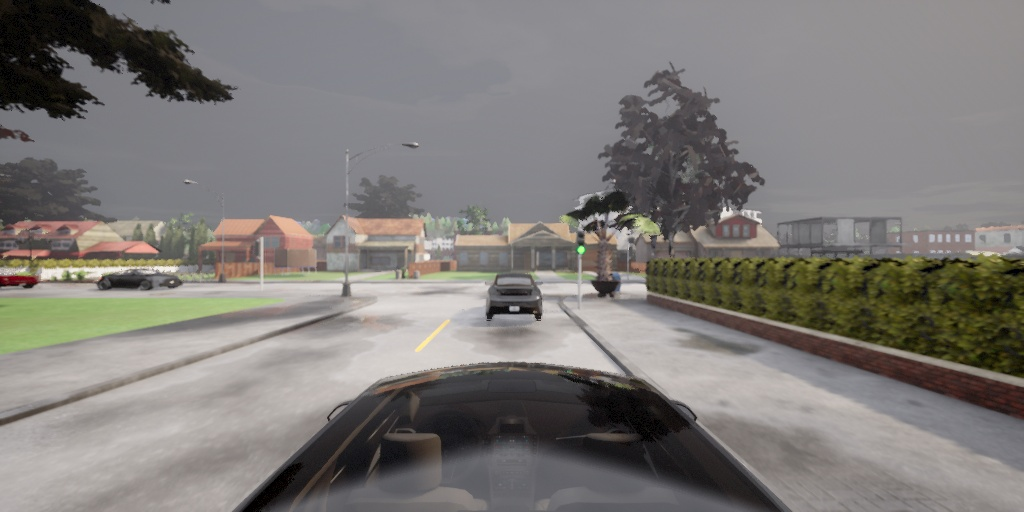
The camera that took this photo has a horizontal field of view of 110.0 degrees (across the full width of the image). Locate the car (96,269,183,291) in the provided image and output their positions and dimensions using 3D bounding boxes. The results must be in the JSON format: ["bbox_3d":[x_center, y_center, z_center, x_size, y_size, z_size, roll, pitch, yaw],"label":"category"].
[{"bbox_3d":[-24.189,1.520,23.406,4.181,1.385,1.994,0,-1,0],"label":"car"}]

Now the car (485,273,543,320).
[{"bbox_3d":[0.059,1.364,13.200,1.837,1.490,4.892,0,-1,0],"label":"car"}]

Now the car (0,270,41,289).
[{"bbox_3d":[-34.125,1.557,23.398,4.718,1.301,1.895,0,-1,0],"label":"car"}]
